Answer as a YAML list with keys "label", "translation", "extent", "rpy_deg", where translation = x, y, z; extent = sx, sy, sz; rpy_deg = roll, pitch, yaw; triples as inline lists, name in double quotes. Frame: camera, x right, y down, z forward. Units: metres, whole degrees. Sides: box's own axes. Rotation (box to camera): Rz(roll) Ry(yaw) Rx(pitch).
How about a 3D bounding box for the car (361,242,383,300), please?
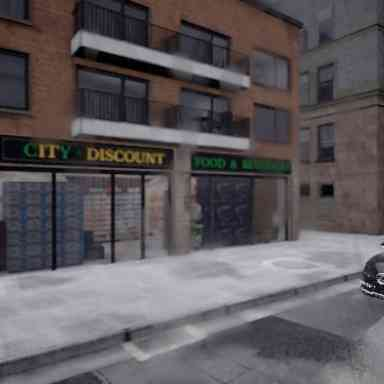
- label: "car"
  translation: [5.703, 1.547, 7.445]
  extent: [4.892, 1.490, 1.837]
  rpy_deg: [0, 0, -35]
